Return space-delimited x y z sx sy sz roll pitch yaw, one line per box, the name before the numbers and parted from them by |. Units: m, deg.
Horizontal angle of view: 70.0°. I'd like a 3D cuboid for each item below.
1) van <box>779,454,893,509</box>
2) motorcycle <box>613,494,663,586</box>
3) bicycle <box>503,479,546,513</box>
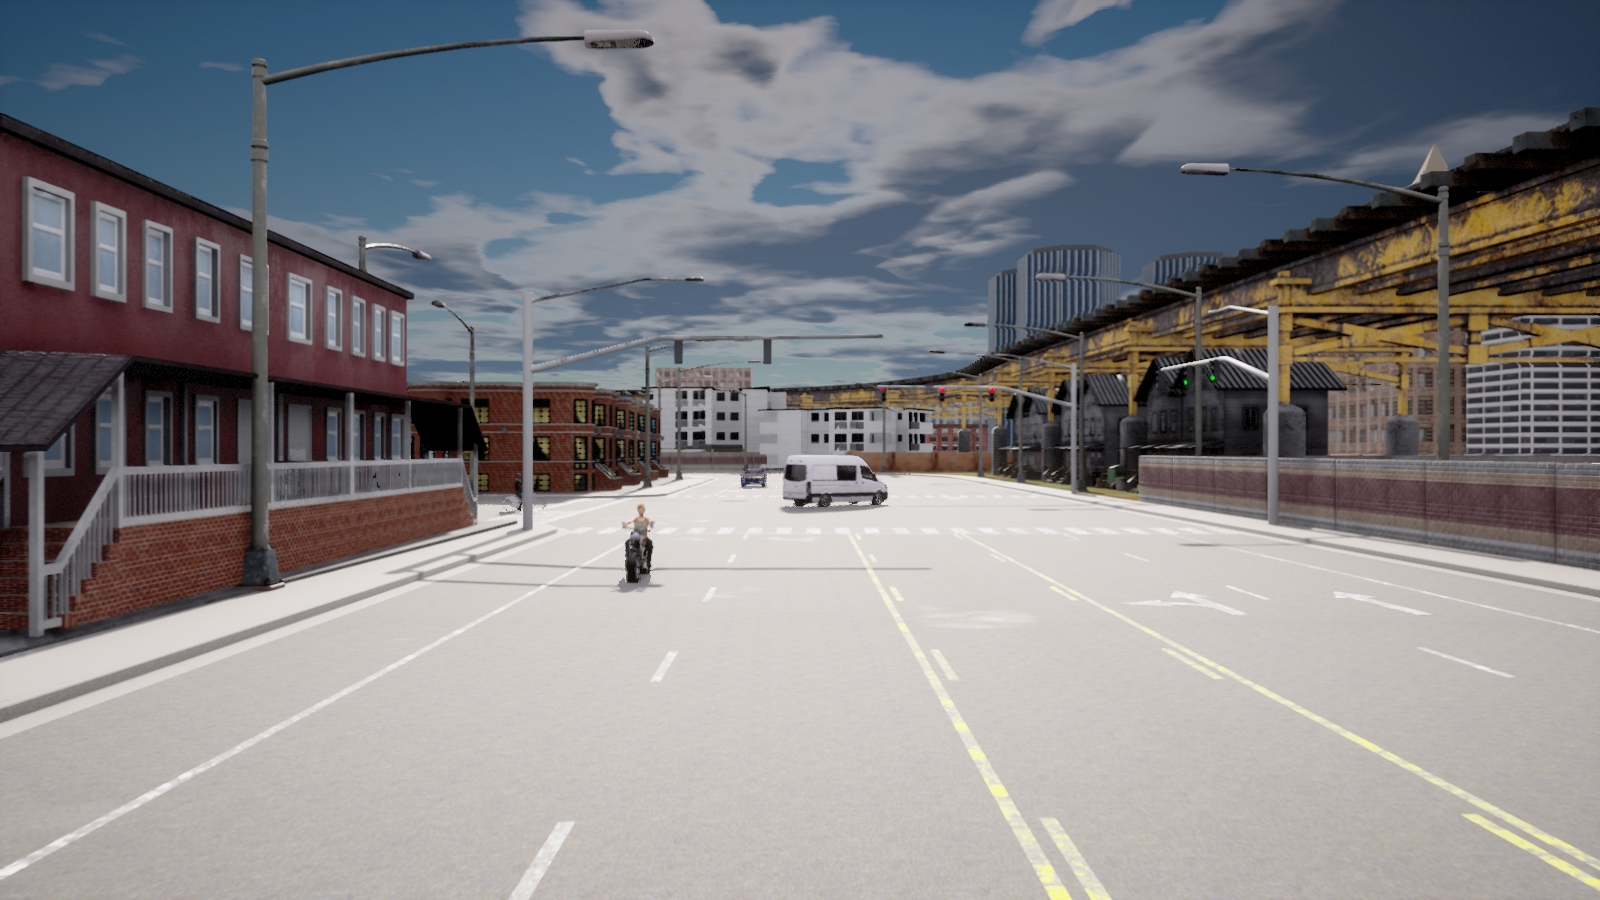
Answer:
van | 1.873 1.536 57.174 5.915 2.561 1.988 0 1 -42
motorcycle | -3.493 1.908 24.827 0.764 1.802 2.356 0 0 0
bicycle | -12.293 2.049 51.059 1.835 1.496 0.329 -1 -1 -3
